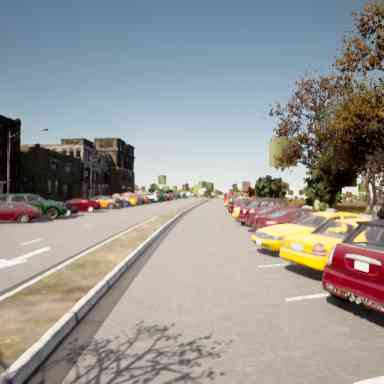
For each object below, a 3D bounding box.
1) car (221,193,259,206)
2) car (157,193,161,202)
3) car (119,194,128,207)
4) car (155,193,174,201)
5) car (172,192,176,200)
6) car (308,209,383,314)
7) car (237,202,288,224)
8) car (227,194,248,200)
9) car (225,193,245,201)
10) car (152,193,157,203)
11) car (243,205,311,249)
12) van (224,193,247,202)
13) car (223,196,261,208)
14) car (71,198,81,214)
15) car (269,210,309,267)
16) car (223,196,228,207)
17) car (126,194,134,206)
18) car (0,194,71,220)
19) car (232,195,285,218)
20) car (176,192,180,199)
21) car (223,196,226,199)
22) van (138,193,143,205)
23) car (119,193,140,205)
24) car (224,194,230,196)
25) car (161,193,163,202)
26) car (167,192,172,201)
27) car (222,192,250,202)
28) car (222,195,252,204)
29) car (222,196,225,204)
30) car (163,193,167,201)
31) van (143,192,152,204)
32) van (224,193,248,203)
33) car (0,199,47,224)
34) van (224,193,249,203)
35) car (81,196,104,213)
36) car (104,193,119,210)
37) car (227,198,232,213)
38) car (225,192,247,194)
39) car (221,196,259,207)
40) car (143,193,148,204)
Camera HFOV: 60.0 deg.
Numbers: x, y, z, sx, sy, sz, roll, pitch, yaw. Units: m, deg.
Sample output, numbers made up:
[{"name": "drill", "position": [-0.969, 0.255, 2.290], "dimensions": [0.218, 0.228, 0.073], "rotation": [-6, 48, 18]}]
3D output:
[{"name": "car", "position": [7.737, 1.163, 53.598], "dimensions": [5.566, 2.045, 2.435], "rotation": [1, 0, -14]}, {"name": "car", "position": [-9.444, 1.179, 65.130], "dimensions": [5.566, 2.045, 2.435], "rotation": [-1, 0, -14]}, {"name": "car", "position": [-11.458, 1.429, 44.157], "dimensions": [4.892, 1.521, 2.231], "rotation": [-1, 0, -15]}, {"name": "car", "position": [-7.239, 1.303, 86.075], "dimensions": [4.553, 1.767, 2.185], "rotation": [-1, 0, -14]}, {"name": "car", "position": [-7.559, 1.177, 83.095], "dimensions": [5.566, 2.045, 2.435], "rotation": [-1, 0, -14]}, {"name": "car", "position": [4.851, 1.303, 6.263], "dimensions": [4.553, 1.767, 2.185], "rotation": [1, 0, -19]}, {"name": "car", "position": [5.174, 1.465, 18.114], "dimensions": [4.674, 1.452, 2.002], "rotation": [1, 0, -18]}, {"name": "car", "position": [5.618, 1.297, 26.993], "dimensions": [4.553, 1.767, 2.185], "rotation": [1, 0, -17]}, {"name": "car", "position": [10.737, 1.282, 83.205], "dimensions": [4.553, 1.767, 2.185], "rotation": [1, 0, -14]}, {"name": "car", "position": [-9.722, 1.430, 62.152], "dimensions": [5.008, 1.535, 2.097], "rotation": [-1, 0, -14]}, {"name": "car", "position": [4.823, 1.421, 12.130], "dimensions": [5.366, 1.575, 1.946], "rotation": [1, 0, -18]}, {"name": "van", "position": [9.389, 1.183, 71.325], "dimensions": [4.442, 1.987, 1.878], "rotation": [1, 0, -14]}, {"name": "car", "position": [7.133, 1.417, 47.675], "dimensions": [4.892, 1.521, 2.231], "rotation": [1, 0, -15]}, {"name": "car", "position": [-12.595, 1.424, 29.095], "dimensions": [5.008, 1.535, 2.097], "rotation": [-1, 0, -17]}, {"name": "car", "position": [5.106, 1.427, 9.293], "dimensions": [5.366, 1.575, 1.946], "rotation": [1, 0, -19]}, {"name": "car", "position": [5.750, 1.421, 29.946], "dimensions": [5.008, 1.535, 2.097], "rotation": [1, 0, -16]}, {"name": "car", "position": [-11.209, 1.429, 47.166], "dimensions": [5.008, 1.535, 2.097], "rotation": [-1, 0, -15]}, {"name": "car", "position": [-12.737, 1.171, 26.090], "dimensions": [5.566, 2.045, 2.435], "rotation": [-1, 0, -17]}, {"name": "car", "position": [5.268, 1.298, 21.065], "dimensions": [4.553, 1.767, 2.185], "rotation": [1, 0, -17]}, {"name": "car", "position": [-6.642, 1.429, 92.063], "dimensions": [5.008, 1.535, 2.097], "rotation": [-1, 0, -14]}, {"name": "car", "position": [5.916, 1.449, 32.886], "dimensions": [4.792, 1.488, 2.163], "rotation": [1, 0, -16]}, {"name": "van", "position": [-10.516, 1.202, 53.197], "dimensions": [4.442, 1.987, 1.878], "rotation": [-1, 0, -14]}, {"name": "car", "position": [-11.095, 1.429, 50.112], "dimensions": [5.366, 1.575, 1.946], "rotation": [-1, 0, -15]}, {"name": "car", "position": [6.607, 1.417, 41.765], "dimensions": [5.008, 1.535, 2.097], "rotation": [1, 0, -15]}, {"name": "car", "position": [-9.113, 1.429, 68.131], "dimensions": [5.008, 1.535, 2.097], "rotation": [-1, 0, -14]}, {"name": "car", "position": [-8.173, 1.177, 77.112], "dimensions": [5.566, 2.045, 2.435], "rotation": [-1, 0, -14]}, {"name": "car", "position": [9.830, 1.159, 74.326], "dimensions": [5.566, 2.045, 2.435], "rotation": [1, 0, -14]}, {"name": "car", "position": [8.421, 1.407, 62.423], "dimensions": [5.366, 1.575, 1.946], "rotation": [1, 0, -14]}, {"name": "car", "position": [6.183, 1.449, 35.869], "dimensions": [4.792, 1.488, 2.163], "rotation": [1, 0, -16]}, {"name": "car", "position": [-8.834, 1.178, 71.107], "dimensions": [5.566, 2.045, 2.435], "rotation": [-1, 0, -14]}, {"name": "van", "position": [-9.916, 1.203, 59.192], "dimensions": [4.442, 1.987, 1.878], "rotation": [-1, 0, -14]}, {"name": "van", "position": [9.091, 1.184, 68.362], "dimensions": [4.442, 1.987, 1.878], "rotation": [1, 0, -14]}, {"name": "car", "position": [-12.907, 1.461, 23.055], "dimensions": [4.674, 1.452, 2.002], "rotation": [-1, 0, -18]}, {"name": "van", "position": [8.792, 1.184, 65.399], "dimensions": [4.442, 1.987, 1.878], "rotation": [1, 0, -14]}, {"name": "car", "position": [-12.189, 1.425, 35.119], "dimensions": [5.008, 1.535, 2.097], "rotation": [-1, 0, -16]}, {"name": "car", "position": [-11.704, 1.302, 41.147], "dimensions": [4.553, 1.767, 2.185], "rotation": [-1, 0, -16]}, {"name": "car", "position": [5.609, 1.422, 24.088], "dimensions": [5.366, 1.575, 1.946], "rotation": [1, 0, -17]}, {"name": "car", "position": [6.842, 1.291, 44.712], "dimensions": [4.553, 1.767, 2.185], "rotation": [1, 0, -15]}, {"name": "car", "position": [7.241, 1.410, 50.580], "dimensions": [5.366, 1.575, 1.946], "rotation": [1, 0, -14]}, {"name": "car", "position": [-10.354, 1.460, 56.152], "dimensions": [4.792, 1.488, 2.163], "rotation": [-1, 0, -14]}]
